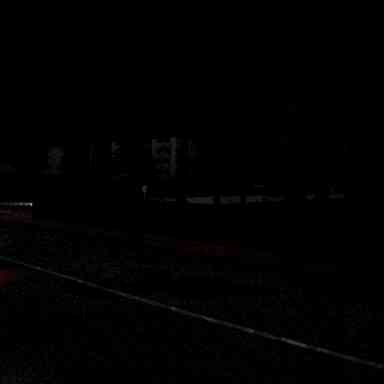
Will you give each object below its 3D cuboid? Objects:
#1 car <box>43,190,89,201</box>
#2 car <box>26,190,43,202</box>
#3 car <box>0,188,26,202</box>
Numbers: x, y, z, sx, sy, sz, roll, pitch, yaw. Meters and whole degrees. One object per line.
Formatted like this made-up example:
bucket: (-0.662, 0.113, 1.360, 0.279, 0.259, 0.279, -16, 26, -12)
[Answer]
car: (-10.367, 0.693, 29.944, 1.837, 1.490, 4.892, 2, 1, 38)
car: (-14.554, 0.479, 36.174, 2.033, 1.411, 5.357, 3, 2, 38)
car: (-19.486, 0.290, 35.510, 2.128, 1.511, 4.902, 3, 2, 38)
